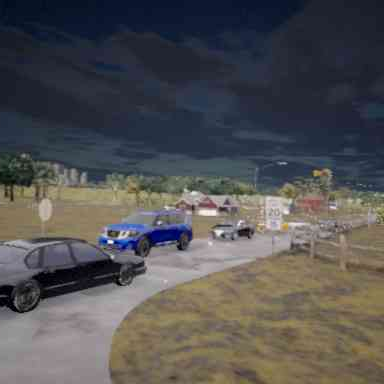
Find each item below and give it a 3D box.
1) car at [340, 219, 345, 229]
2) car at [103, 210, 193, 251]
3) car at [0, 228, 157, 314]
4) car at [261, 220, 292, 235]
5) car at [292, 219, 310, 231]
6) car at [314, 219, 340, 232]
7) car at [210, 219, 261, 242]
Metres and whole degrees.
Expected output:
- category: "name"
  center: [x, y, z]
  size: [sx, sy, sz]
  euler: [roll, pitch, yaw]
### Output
- category: "car"
  center: [21.902, 4.808, 50.408]
  size: [2.033, 1.411, 5.357]
  euler: [2, -3, 31]
- category: "car"
  center: [-2.031, 1.919, 16.436]
  size: [2.150, 2.045, 5.566]
  euler: [2, -3, 31]
- category: "car"
  center: [-3.452, 1.866, 8.488]
  size: [2.033, 1.411, 5.357]
  euler: [1, -3, 31]
- category: "car"
  center: [8.093, 3.346, 33.147]
  size: [1.882, 1.535, 5.008]
  euler: [2, -3, 31]
- category: "car"
  center: [13.330, 4.077, 41.699]
  size: [1.895, 1.301, 4.718]
  euler: [2, -3, 32]
- category: "car"
  center: [16.804, 4.211, 41.914]
  size: [2.033, 1.411, 5.357]
  euler: [2, -3, 32]
- category: "car"
  center: [3.081, 2.779, 24.908]
  size: [2.128, 1.511, 4.902]
  euler: [2, -3, 31]
